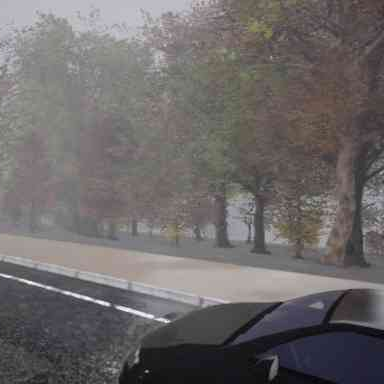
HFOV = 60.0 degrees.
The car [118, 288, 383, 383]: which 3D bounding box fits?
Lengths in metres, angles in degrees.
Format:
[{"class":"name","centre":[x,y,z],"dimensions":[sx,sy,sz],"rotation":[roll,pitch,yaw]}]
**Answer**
[{"class":"car","centre":[1.338,1.568,2.730],"dimensions":[4.181,1.385,1.994],"rotation":[-1,0,35]}]
